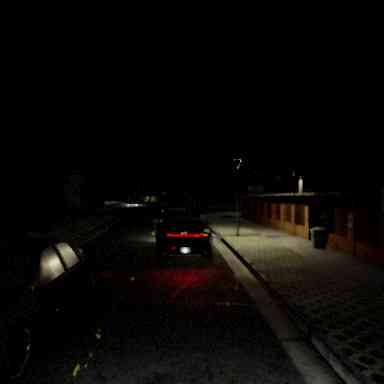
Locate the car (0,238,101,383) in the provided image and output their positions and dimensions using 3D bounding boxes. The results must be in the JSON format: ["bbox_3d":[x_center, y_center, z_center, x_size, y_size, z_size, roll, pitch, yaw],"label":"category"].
[{"bbox_3d":[-2.969,1.542,5.579,2.033,1.411,5.357,0,0,-1],"label":"car"}]

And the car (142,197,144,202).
[{"bbox_3d":[-12.838,1.587,79.251,2.097,1.767,4.553,0,-1,-19],"label":"car"}]

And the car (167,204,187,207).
[{"bbox_3d":[-1.011,1.524,22.122,2.033,1.411,5.357,0,0,-5],"label":"car"}]

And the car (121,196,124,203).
[{"bbox_3d":[-16.253,1.796,80.809,1.812,1.442,4.674,0,-1,-18],"label":"car"}]

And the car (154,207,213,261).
[{"bbox_3d":[-0.317,1.487,12.234,1.837,1.490,4.892,0,0,-3],"label":"car"}]

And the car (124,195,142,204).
[{"bbox_3d":[-11.777,1.649,66.091,2.128,1.511,4.902,0,0,-14],"label":"car"}]

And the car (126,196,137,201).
[{"bbox_3d":[-16.167,1.720,88.807,2.128,1.511,4.902,0,-1,-21],"label":"car"}]
